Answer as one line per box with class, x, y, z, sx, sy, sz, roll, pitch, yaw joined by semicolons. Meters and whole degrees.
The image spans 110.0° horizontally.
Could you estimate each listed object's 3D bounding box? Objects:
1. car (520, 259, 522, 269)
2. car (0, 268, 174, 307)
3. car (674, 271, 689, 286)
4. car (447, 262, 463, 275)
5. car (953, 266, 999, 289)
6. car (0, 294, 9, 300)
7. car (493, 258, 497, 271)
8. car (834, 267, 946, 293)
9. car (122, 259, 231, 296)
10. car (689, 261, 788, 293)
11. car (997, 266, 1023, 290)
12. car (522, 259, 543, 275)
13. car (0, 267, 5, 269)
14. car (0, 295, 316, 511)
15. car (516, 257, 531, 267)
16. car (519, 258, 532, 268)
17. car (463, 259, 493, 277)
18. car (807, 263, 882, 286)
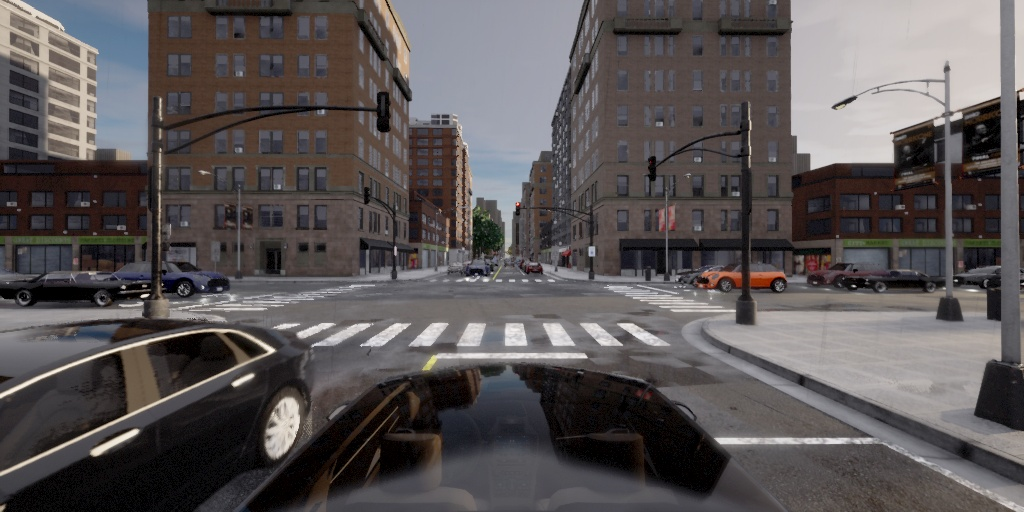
car;2.372;1.354;45.372;1.948;1.339;4.313;0;0;-1
car;-16.674;1.246;14.131;4.718;1.301;1.895;0;0;0
car;13.677;1.347;24.363;4.902;1.511;2.128;0;0;0
car;-6.088;1.329;39.766;2.007;1.370;4.403;0;0;-1
car;32.755;1.446;24.500;4.892;1.490;1.837;0;0;0
car;-5.855;1.190;1.406;1.967;1.591;4.097;0;0;0
car;-3.407;1.143;46.211;2.097;1.767;4.553;0;0;-1
car;22.365;1.469;21.170;4.718;1.301;1.895;0;0;-1
car;-16.456;1.024;17.416;4.553;1.767;2.097;0;0;-1
car;13.379;1.181;21.095;4.553;1.767;2.097;0;0;-1
car;32.304;1.477;21.247;4.181;1.385;1.994;0;0;-1
car;2.438;1.324;39.865;1.888;1.381;4.507;0;0;-1
car;-25.930;1.182;17.308;5.357;1.411;2.033;0;0;-1
car;-3.100;1.257;2.068;1.837;1.490;4.892;0;0;0
car;2.239;1.128;56.385;2.192;1.841;5.009;0;0;-1
car;2.303;1.325;51.048;1.751;1.417;4.829;0;0;-1
car;-3.311;1.126;35.657;2.097;1.767;4.553;0;0;0
car;22.871;1.249;24.424;4.553;1.767;2.097;0;0;-1
